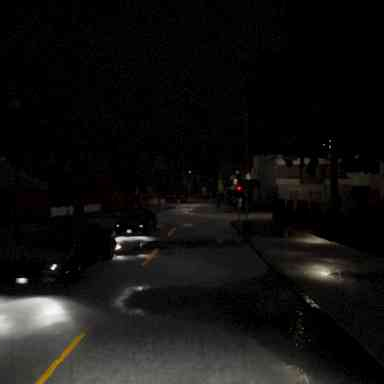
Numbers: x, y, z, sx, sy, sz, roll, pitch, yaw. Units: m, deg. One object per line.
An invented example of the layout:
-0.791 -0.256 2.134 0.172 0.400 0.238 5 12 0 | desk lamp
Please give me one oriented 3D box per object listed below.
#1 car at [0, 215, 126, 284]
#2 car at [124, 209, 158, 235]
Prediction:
-3.765 1.658 10.225 2.033 1.411 5.357 0 -1 2 | car
-3.329 1.776 20.846 2.033 1.411 5.357 0 -1 3 | car
